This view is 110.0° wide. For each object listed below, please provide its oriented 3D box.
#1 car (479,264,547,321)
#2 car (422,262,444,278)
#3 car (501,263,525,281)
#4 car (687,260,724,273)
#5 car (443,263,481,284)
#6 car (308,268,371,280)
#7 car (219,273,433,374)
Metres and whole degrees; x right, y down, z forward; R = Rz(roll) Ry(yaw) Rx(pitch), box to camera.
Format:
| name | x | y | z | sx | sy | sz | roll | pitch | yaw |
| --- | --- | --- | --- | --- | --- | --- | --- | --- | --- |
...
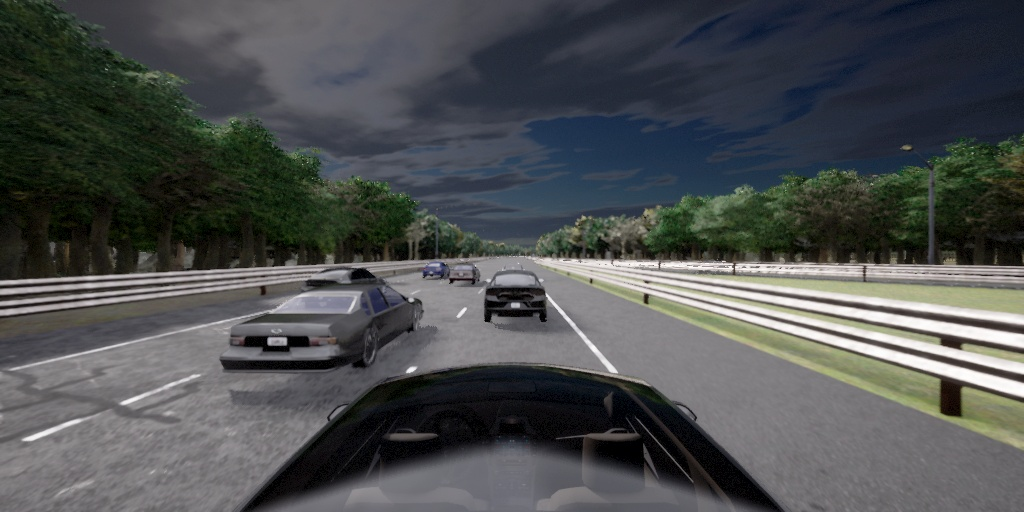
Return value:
| name | x | y | z | sx | sy | sz | roll | pitch | yaw |
| --- | --- | --- | --- | --- | --- | --- | --- | --- | --- |
| car | 0.101 | 1.208 | 12.397 | 1.882 | 1.535 | 5.008 | 0 | 0 | 0 |
| car | -6.898 | 1.238 | 32.934 | 1.812 | 1.442 | 4.674 | 0 | 0 | 0 |
| car | 0.103 | 1.312 | 30.289 | 1.895 | 1.301 | 4.718 | 0 | 0 | 0 |
| car | 24.749 | 1.313 | 45.776 | 2.033 | 1.649 | 4.856 | 0 | 0 | -22 |
| car | -3.390 | 1.254 | 26.388 | 2.033 | 1.411 | 5.357 | 1 | 0 | 0 |
| car | -6.899 | 1.229 | 15.169 | 1.837 | 1.490 | 4.892 | 0 | 0 | 0 |
| car | -3.402 | 1.285 | 7.735 | 2.033 | 1.411 | 5.357 | 0 | 0 | 0 |
